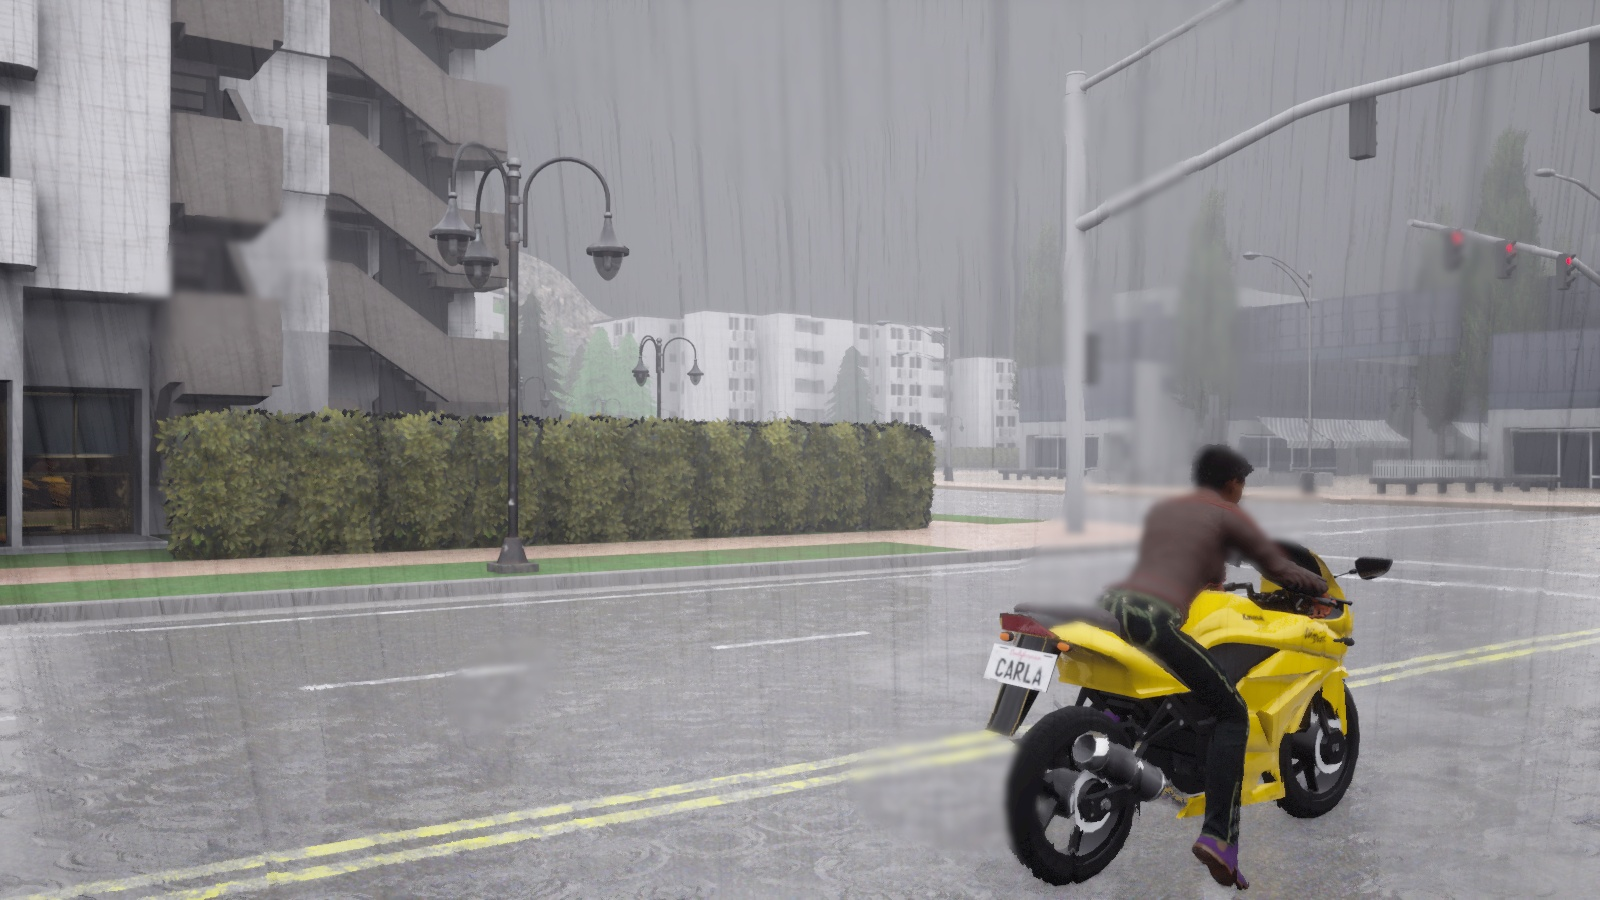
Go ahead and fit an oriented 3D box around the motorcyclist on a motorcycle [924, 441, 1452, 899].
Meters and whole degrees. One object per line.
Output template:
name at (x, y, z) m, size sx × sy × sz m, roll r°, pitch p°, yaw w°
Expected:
motorcyclist on a motorcycle at (1.507, 0.735, 4.703) m, size 2.044 × 1.523 × 0.797 m, roll 0°, pitch 0°, yaw -35°
